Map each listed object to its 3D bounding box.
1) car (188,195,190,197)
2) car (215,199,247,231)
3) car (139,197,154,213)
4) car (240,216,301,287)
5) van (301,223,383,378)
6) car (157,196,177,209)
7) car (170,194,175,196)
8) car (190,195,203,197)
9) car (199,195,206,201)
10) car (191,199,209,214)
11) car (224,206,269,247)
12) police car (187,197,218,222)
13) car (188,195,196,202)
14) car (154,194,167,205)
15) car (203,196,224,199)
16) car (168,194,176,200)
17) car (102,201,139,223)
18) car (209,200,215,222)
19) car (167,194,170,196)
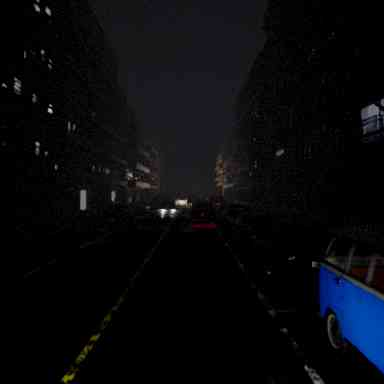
[{"bbox_3d":[-0.001,1.574,62.101,2.033,1.411,5.357,0,0,0],"label":"car"},{"bbox_3d":[2.691,1.453,20.420,1.967,1.590,4.097,0,0,0],"label":"car"},{"bbox_3d":[-5.690,1.545,37.162,1.752,1.417,4.829,0,0,0],"label":"car"},{"bbox_3d":[2.691,1.572,9.146,1.947,1.339,4.313,0,0,0],"label":"car"},{"bbox_3d":[2.692,1.344,3.510,1.690,1.788,3.998,0,0,0],"label":"van"},{"bbox_3d":[-3.089,1.586,43.956,1.994,1.385,4.181,0,0,0],"label":"car"},{"bbox_3d":[-5.689,1.344,88.060,2.192,1.841,5.009,0,0,0],"label":"car"},{"bbox_3d":[0.899,1.500,42.552,1.882,1.535,5.008,0,0,0],"label":"car"},{"bbox_3d":[2.690,1.555,88.226,1.752,1.417,4.829,0,0,0],"label":"car"},{"bbox_3d":[0.833,1.546,36.548,1.812,1.442,4.674,0,0,0],"label":"car"},{"bbox_3d":[2.691,1.555,14.783,1.887,1.381,4.507,0,0,0],"label":"car"},{"bbox_3d":[0.754,1.441,26.659,1.930,1.638,5.238,0,0,0],"label":"police car"},{"bbox_3d":[-0.001,1.426,77.101,1.812,1.442,4.674,0,0,0],"label":"car"},{"bbox_3d":[-5.690,1.464,54.242,1.967,1.590,4.097,0,0,0],"label":"car"},{"bbox_3d":[2.692,1.335,37.329,2.192,1.841,5.009,0,0,0],"label":"car"},{"bbox_3d":[-5.691,1.470,93.696,1.967,1.590,4.097,0,0,0],"label":"car"},{"bbox_3d":[-5.690,1.581,26.058,1.947,1.339,4.313,0,0,0],"label":"car"},{"bbox_3d":[2.691,1.567,26.055,2.008,1.369,4.403,0,0,0],"label":"car"},{"bbox_3d":[-5.689,1.341,59.878,2.192,1.841,5.009,0,0,0],"label":"car"}]
